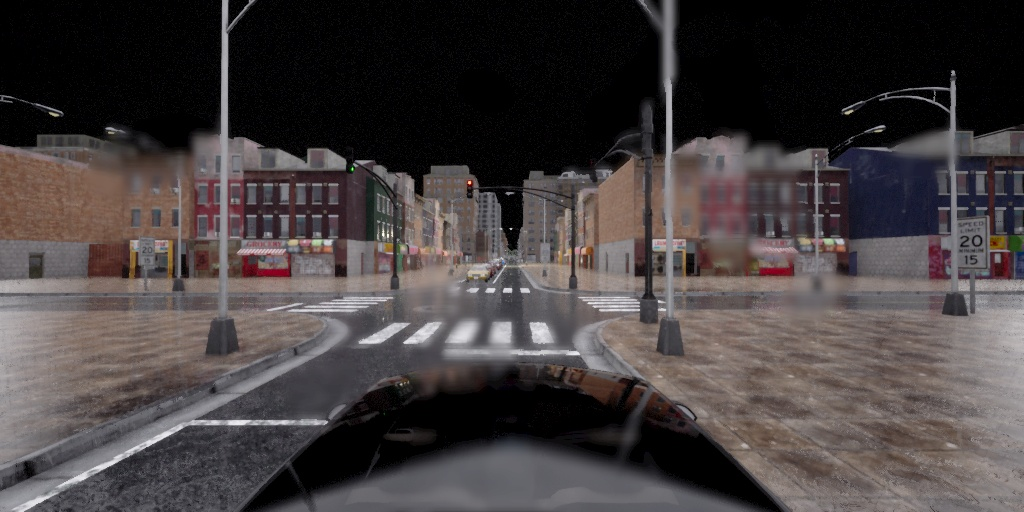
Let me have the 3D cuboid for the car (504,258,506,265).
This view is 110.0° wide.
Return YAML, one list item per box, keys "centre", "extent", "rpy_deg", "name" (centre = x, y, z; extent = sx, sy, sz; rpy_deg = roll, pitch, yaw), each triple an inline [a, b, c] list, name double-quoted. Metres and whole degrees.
- centre: [-2.641, 1.157, 62.512]
  extent: [2.192, 1.841, 5.009]
  rpy_deg: [0, 0, 0]
  name: "car"

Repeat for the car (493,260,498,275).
- centre: [-2.638, 1.322, 34.486]
  extent: [1.888, 1.381, 4.507]
  rpy_deg: [0, 0, 0]
  name: "car"

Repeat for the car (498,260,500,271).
- centre: [-2.639, 1.369, 40.091]
  extent: [1.802, 1.307, 4.207]
  rpy_deg: [0, 0, 0]
  name: "car"

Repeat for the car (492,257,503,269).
- centre: [-2.640, 1.252, 51.302]
  extent: [1.967, 1.591, 4.097]
  rpy_deg: [0, 0, 0]
  name: "car"

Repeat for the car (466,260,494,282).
- centre: [-2.638, 1.294, 28.712]
  extent: [1.751, 1.417, 4.829]
  rpy_deg: [0, 0, 0]
  name: "car"
